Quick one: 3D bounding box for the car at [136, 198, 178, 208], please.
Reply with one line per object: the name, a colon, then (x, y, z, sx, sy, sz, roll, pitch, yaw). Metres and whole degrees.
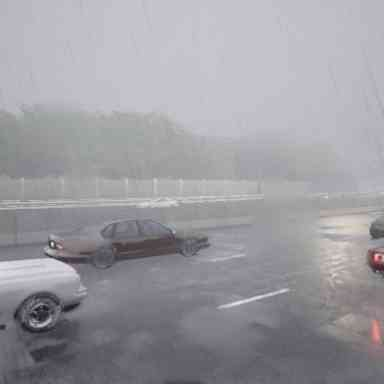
car: (-3.664, 1.379, 35.720, 4.674, 1.442, 1.812, -1, 0, -35)

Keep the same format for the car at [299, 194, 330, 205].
car: (16.982, 0.980, 45.966, 4.181, 1.385, 1.994, -1, 1, -35)

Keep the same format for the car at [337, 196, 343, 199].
car: (17.064, 1.065, 41.762, 4.718, 1.301, 1.895, -1, 1, -35)

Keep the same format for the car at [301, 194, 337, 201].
car: (12.608, 1.193, 34.363, 4.181, 1.385, 1.994, -1, 1, -35)

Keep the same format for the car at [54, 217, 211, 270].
car: (-1.933, 1.528, 10.961, 5.357, 1.411, 2.033, 0, 0, -35)

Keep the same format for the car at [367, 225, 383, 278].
car: (6.560, 1.544, 8.537, 4.718, 1.301, 1.895, -1, 0, -35)

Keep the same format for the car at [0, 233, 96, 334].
car: (-4.150, 1.601, 5.084, 4.718, 1.301, 1.895, 0, 0, -36)

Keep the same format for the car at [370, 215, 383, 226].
car: (9.894, 1.431, 15.067, 4.181, 1.385, 1.994, -1, 1, -35)
